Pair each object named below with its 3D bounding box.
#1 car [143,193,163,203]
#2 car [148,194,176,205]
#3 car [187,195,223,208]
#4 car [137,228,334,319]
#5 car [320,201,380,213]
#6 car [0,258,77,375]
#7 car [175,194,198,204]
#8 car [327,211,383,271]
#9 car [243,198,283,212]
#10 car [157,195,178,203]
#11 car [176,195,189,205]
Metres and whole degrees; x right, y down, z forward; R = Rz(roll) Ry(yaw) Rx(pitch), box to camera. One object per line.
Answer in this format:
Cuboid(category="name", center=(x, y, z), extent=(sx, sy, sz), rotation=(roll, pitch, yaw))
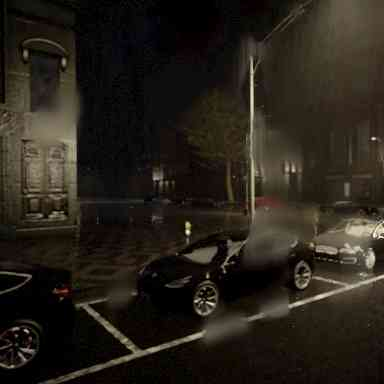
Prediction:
Cuboid(category="car", center=(-7.516, 1.205, 65.590), extent=(2.150, 2.045, 5.566), rotation=(-1, 0, -36))
Cuboid(category="car", center=(-5.225, 1.516, 56.783), extent=(1.812, 1.442, 4.674), rotation=(-1, 0, -35))
Cuboid(category="car", center=(2.027, 1.502, 46.551), extent=(2.033, 1.411, 5.357), rotation=(-1, 0, -36))
Cuboid(category="car", center=(0.929, 1.540, 7.317), extent=(4.313, 1.339, 1.947), rotation=(0, 0, -36))
Cuboid(category="car", center=(14.059, 1.497, 29.767), extent=(1.895, 1.301, 4.718), rotation=(-1, 0, -36))
Cuboid(category="car", center=(-3.659, 1.570, 4.042), extent=(4.313, 1.339, 1.947), rotation=(0, 0, -36))
Cuboid(category="car", center=(-1.099, 1.282, 62.301), extent=(2.097, 1.767, 4.553), rotation=(-1, 0, -35))
Cuboid(category="car", center=(5.516, 1.495, 10.592), extent=(4.403, 1.369, 2.008), rotation=(0, 0, -36))
Cuboid(category="car", center=(8.068, 1.403, 38.118), extent=(1.882, 1.535, 5.008), rotation=(-1, 0, -36))
Cuboid(category="car", center=(-5.098, 1.429, 67.799), extent=(1.882, 1.535, 5.008), rotation=(-1, 0, -36))
Cuboid(category="car", center=(-1.577, 1.444, 57.400), extent=(2.128, 1.511, 4.902), rotation=(-1, 0, -35))
